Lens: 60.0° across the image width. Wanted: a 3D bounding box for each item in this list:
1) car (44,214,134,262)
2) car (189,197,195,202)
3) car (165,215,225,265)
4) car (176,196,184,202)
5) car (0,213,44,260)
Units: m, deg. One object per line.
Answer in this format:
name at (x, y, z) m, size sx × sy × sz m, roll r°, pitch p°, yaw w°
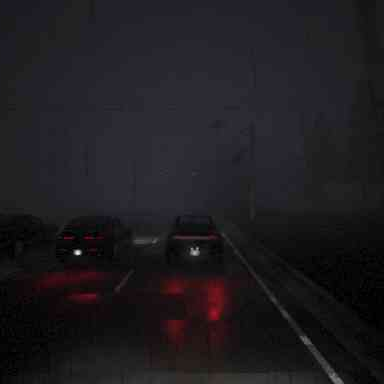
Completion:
car at (-3.411, 1.577, 12.367) m, size 1.837 × 1.490 × 4.892 m, roll 0°, pitch 0°, yaw 0°
car at (-0.023, 2.075, 95.395) m, size 2.128 × 1.511 × 4.902 m, roll 0°, pitch 0°, yaw 0°
car at (0.088, 1.562, 12.019) m, size 2.128 × 1.511 × 4.902 m, roll 0°, pitch 0°, yaw 0°
car at (-3.523, 2.145, 95.476) m, size 1.895 × 1.301 × 4.718 m, roll 0°, pitch 0°, yaw 0°
car at (-6.910, 1.553, 12.880) m, size 1.882 × 1.535 × 5.008 m, roll 0°, pitch 0°, yaw 0°
